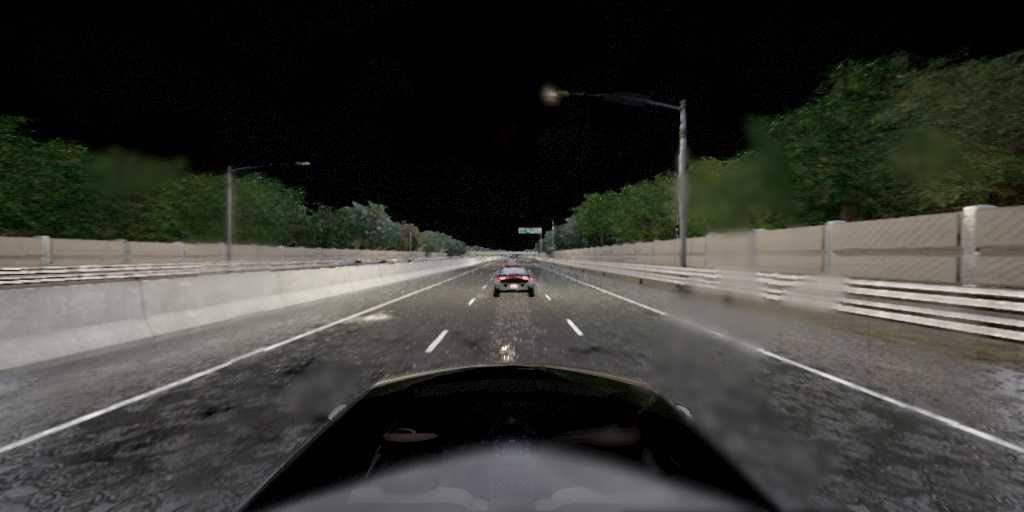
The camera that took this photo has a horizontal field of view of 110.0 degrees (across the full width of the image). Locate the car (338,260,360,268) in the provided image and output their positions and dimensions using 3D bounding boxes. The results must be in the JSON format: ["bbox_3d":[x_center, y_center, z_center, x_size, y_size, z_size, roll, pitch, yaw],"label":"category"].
[{"bbox_3d":[-21.062,1.230,47.208,1.837,1.490,4.892,0,0,0],"label":"car"}]

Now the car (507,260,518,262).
[{"bbox_3d":[0.079,1.278,59.389,1.994,1.385,4.181,0,0,0],"label":"car"}]

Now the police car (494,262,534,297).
[{"bbox_3d":[0.093,1.249,19.114,2.038,1.542,4.974,0,0,0],"label":"police car"}]

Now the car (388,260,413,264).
[{"bbox_3d":[-14.077,1.231,46.787,1.837,1.490,4.892,0,0,0],"label":"car"}]

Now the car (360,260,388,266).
[{"bbox_3d":[-17.574,1.231,46.768,1.837,1.490,4.892,0,0,0],"label":"car"}]
